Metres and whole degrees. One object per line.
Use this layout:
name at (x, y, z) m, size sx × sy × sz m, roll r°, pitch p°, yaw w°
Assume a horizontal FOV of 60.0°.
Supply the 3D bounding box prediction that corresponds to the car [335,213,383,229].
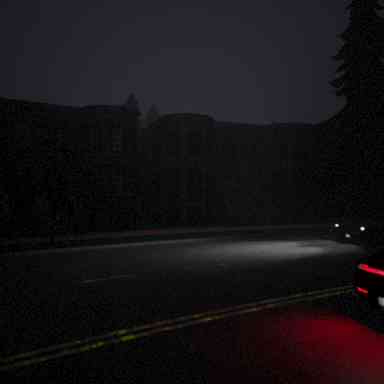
car at (8.897, 1.612, 15.229) m, size 4.718 × 1.301 × 1.895 m, roll 0°, pitch 0°, yaw -19°

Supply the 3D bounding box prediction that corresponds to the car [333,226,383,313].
car at (5.197, 1.497, 6.111) m, size 4.902 × 1.511 × 2.128 m, roll 0°, pitch 0°, yaw -25°
